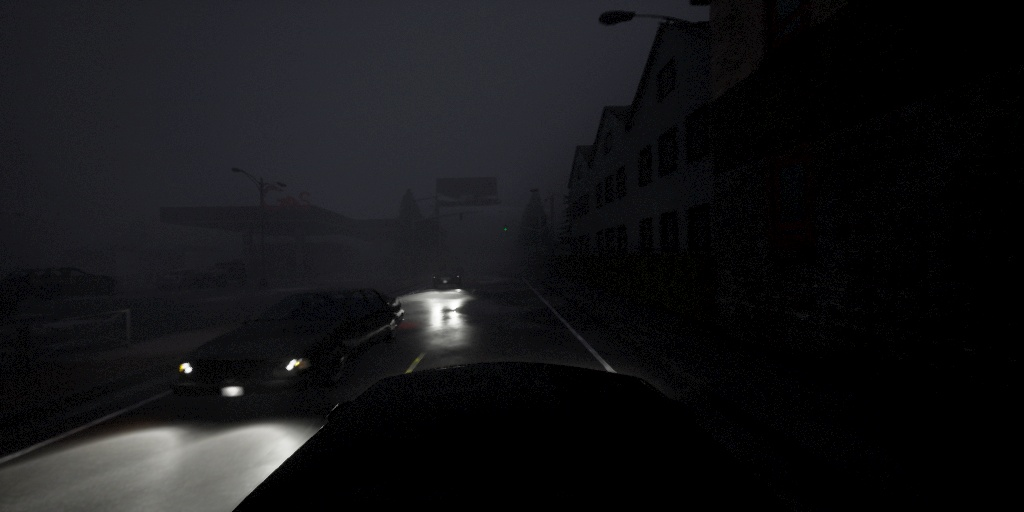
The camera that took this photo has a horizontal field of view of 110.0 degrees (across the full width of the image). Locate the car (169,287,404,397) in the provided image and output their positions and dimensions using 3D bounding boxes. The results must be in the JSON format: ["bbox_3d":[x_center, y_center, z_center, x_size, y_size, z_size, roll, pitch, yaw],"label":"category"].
[{"bbox_3d":[-3.705,1.369,7.308,2.033,1.411,5.357,-1,0,-2],"label":"car"}]

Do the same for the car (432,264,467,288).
[{"bbox_3d":[-4.175,1.310,24.537,2.128,1.511,4.902,-1,0,-1],"label":"car"}]
